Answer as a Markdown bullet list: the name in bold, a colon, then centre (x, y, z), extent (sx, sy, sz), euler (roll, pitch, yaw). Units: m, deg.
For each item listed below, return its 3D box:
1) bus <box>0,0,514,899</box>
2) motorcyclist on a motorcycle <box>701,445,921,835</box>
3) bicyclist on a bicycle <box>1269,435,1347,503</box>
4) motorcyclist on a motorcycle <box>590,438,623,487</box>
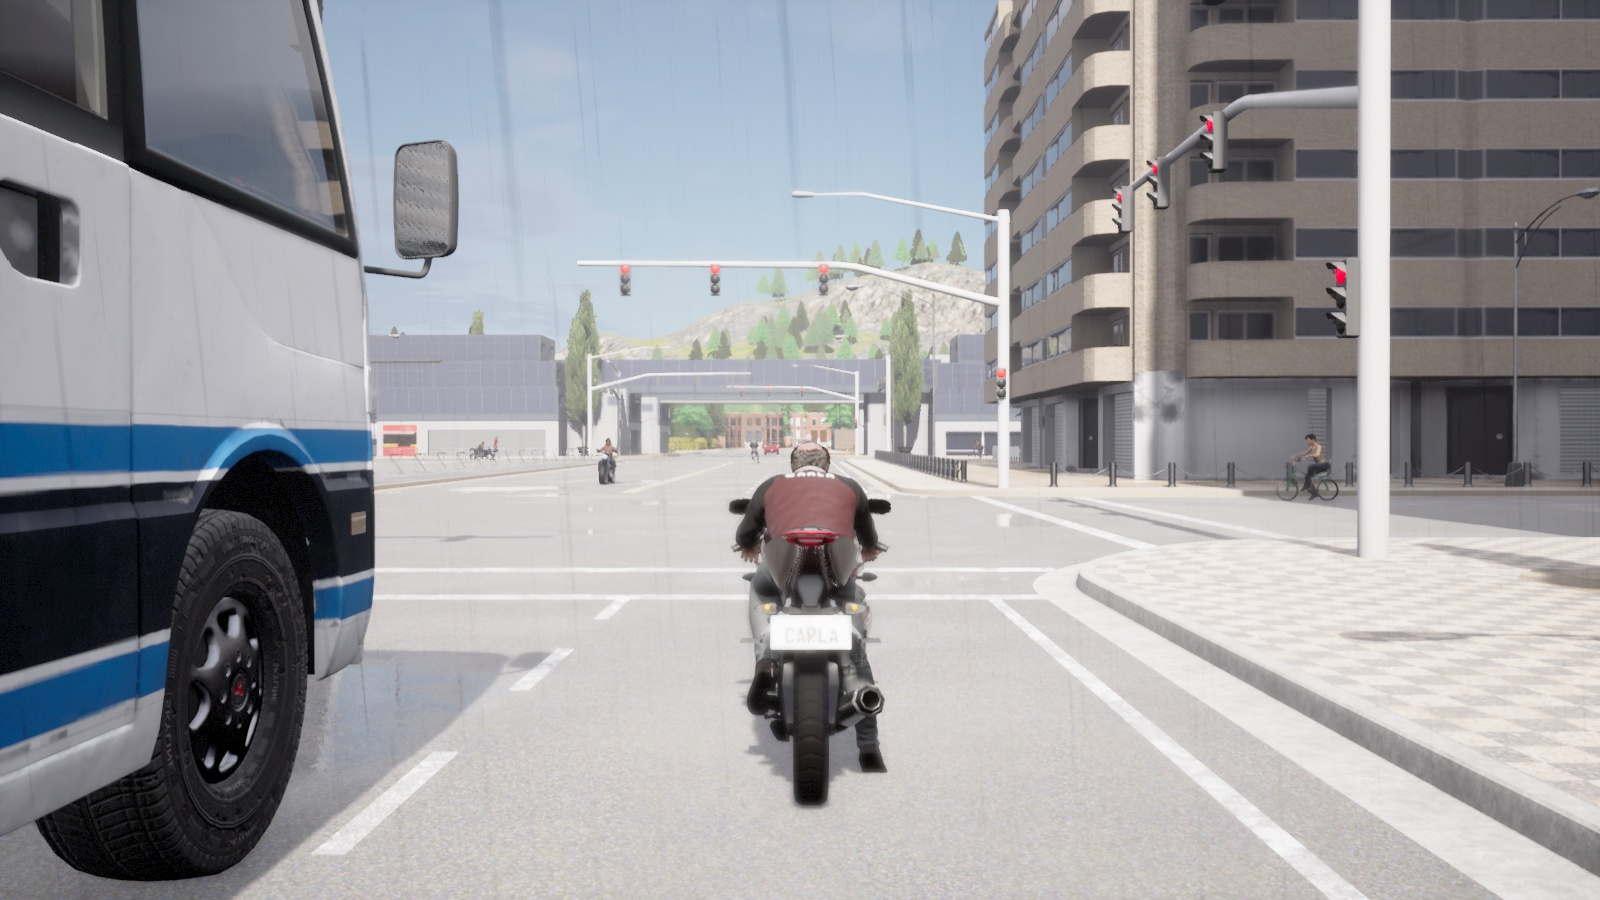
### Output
- **bus**: centre (-3.476, -0.642, 1.356), extent (3.944, 4.253, 10.273), euler (0, 0, 0)
- **motorcyclist on a motorcycle**: centre (0.048, 0.742, 6.034), extent (0.866, 1.530, 2.191), euler (0, 0, 0)
- **bicyclist on a bicycle**: centre (12.092, 0.440, 29.919), extent (1.509, 1.612, 0.866), euler (0, 0, 0)
- **motorcyclist on a motorcycle**: centre (-6.745, 0.403, 43.877), extent (0.766, 1.649, 2.350), euler (0, 1, 0)
